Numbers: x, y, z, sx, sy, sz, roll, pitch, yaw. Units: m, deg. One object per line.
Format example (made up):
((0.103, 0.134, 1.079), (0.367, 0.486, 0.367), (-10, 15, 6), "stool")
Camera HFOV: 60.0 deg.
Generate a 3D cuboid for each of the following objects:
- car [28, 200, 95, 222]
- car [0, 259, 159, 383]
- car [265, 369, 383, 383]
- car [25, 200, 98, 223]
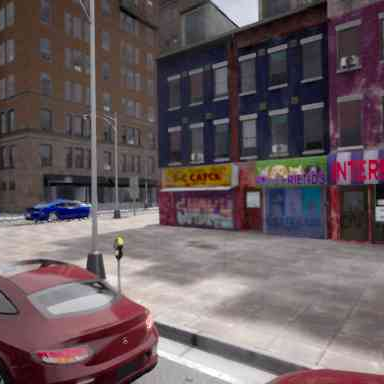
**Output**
((-10.169, 1.400, 26.347), (1.812, 1.442, 4.674), (-1, 0, 36), "car")
((-2.319, 1.582, 4.471), (4.206, 1.307, 1.802), (0, -1, 35), "car")
((2.114, 1.582, 1.319), (4.206, 1.307, 1.802), (0, -1, 35), "car")
((-8.878, 1.313, 23.074), (1.882, 1.535, 5.008), (-1, 0, 36), "car")
